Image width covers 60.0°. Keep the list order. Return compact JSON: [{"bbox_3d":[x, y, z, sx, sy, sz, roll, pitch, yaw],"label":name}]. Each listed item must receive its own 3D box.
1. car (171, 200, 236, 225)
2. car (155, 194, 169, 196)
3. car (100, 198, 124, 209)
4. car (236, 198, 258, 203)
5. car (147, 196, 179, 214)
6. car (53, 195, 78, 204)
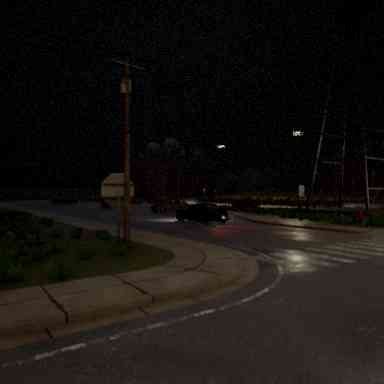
[{"bbox_3d":[0.722,1.521,24.150,1.812,1.442,4.674,0,0,-37],"label":"car"},{"bbox_3d":[-6.153,1.300,62.457,4.605,1.855,1.932,0,0,-36],"label":"car"},{"bbox_3d":[-10.836,1.307,46.408,3.866,1.878,1.905,0,0,-36],"label":"car"},{"bbox_3d":[7.261,1.510,44.418,3.905,1.438,1.784,0,0,-36],"label":"car"},{"bbox_3d":[-2.419,1.500,35.861,4.193,1.474,1.816,0,0,-36],"label":"car"},{"bbox_3d":[-25.125,1.474,65.947,4.611,1.667,2.242,0,0,-36],"label":"car"}]
